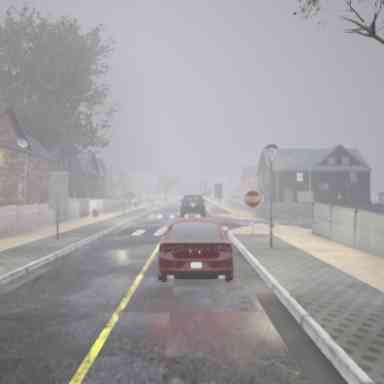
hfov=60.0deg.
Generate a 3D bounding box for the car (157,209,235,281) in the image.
[{"bbox_3d":[0.094,1.481,9.885,1.882,1.535,5.008,0,0,0],"label":"car"}]

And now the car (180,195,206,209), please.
[{"bbox_3d":[0.084,1.246,30.688,2.150,2.045,5.566,0,0,0],"label":"car"}]
